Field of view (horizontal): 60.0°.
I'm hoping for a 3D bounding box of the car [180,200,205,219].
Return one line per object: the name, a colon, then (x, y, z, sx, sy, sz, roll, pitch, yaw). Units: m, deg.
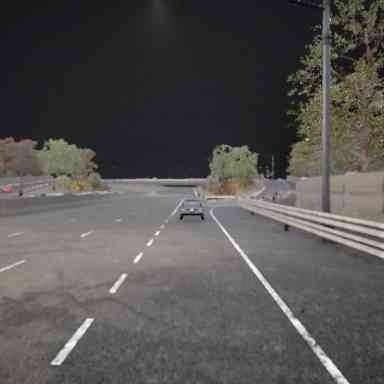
car: (0.013, 1.313, 26.350, 2.033, 1.411, 5.357, 0, 1, 0)
